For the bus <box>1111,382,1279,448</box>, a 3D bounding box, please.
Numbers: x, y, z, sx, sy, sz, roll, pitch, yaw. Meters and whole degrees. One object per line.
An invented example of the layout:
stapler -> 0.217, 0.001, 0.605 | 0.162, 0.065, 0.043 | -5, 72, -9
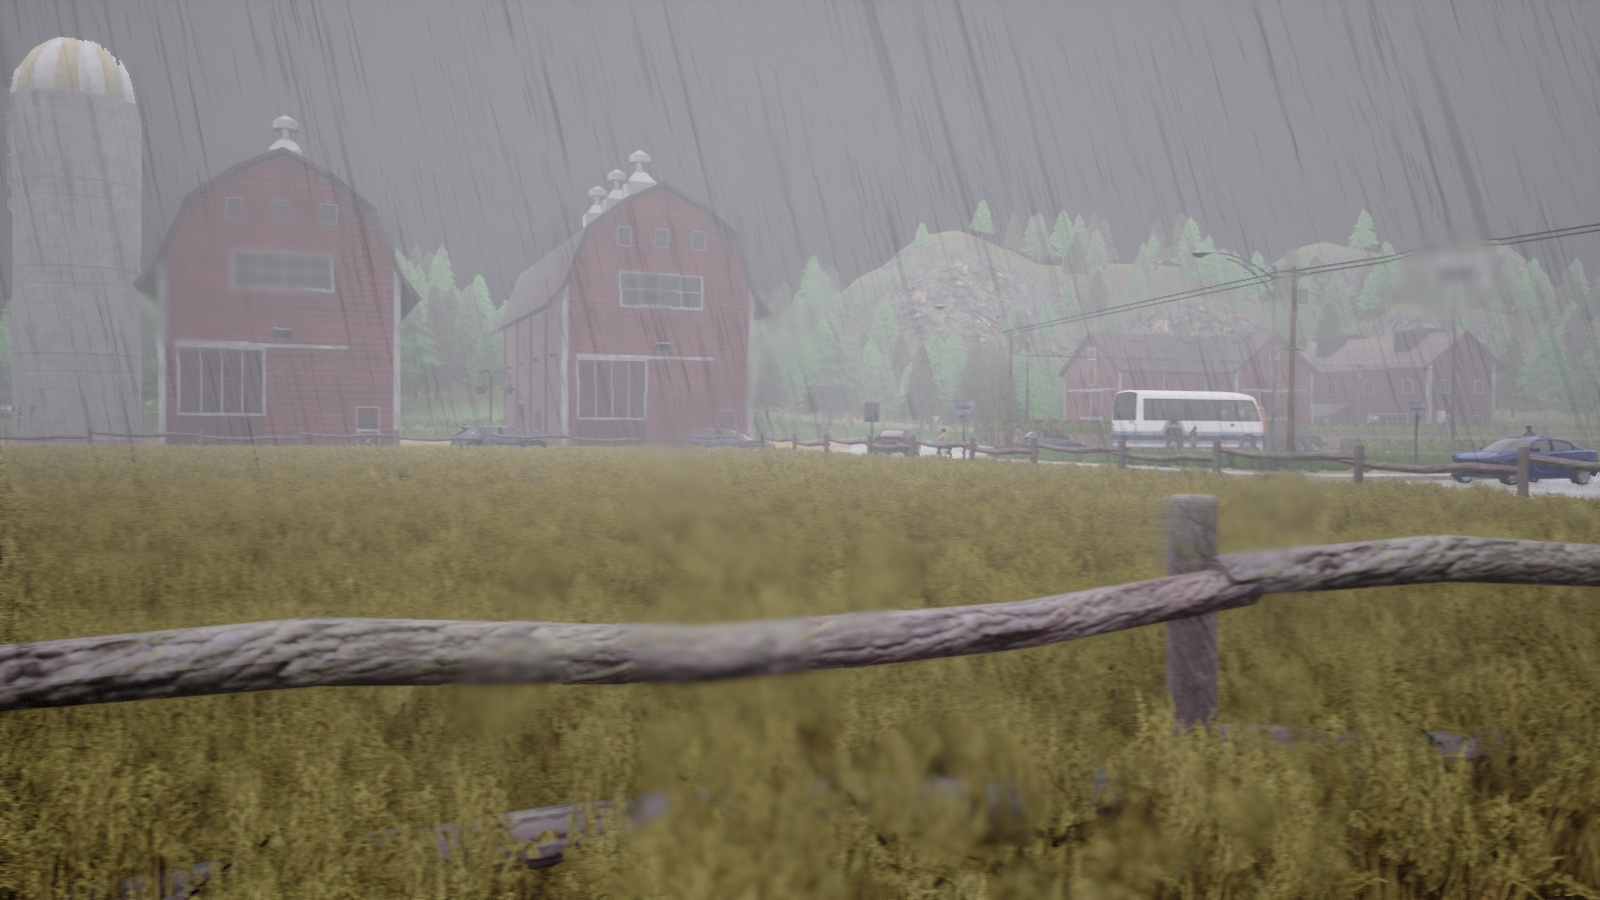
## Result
bus -> 26.404, -2.365, 83.985 | 10.273, 4.253, 3.944 | -1, 1, -18

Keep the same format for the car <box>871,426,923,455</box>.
car -> 5.485, -0.541, 70.474 | 1.882, 1.535, 5.008 | -1, 1, 16

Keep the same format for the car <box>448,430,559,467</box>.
car -> -14.195, -0.107, 60.078 | 4.856, 1.649, 2.033 | -1, 1, -24

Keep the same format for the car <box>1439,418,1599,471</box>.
car -> 22.746, -0.196, 39.482 | 5.008, 1.535, 1.882 | -1, 1, -22

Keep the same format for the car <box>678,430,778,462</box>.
car -> -3.527, -0.224, 62.490 | 4.792, 1.488, 2.163 | -1, 1, 1

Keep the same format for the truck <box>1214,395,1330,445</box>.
truck -> 34.089, -2.189, 90.733 | 7.936, 3.462, 2.891 | -1, 1, -21

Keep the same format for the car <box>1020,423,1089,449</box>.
car -> 16.316, -0.907, 80.671 | 3.988, 1.617, 1.851 | 0, 1, -5
